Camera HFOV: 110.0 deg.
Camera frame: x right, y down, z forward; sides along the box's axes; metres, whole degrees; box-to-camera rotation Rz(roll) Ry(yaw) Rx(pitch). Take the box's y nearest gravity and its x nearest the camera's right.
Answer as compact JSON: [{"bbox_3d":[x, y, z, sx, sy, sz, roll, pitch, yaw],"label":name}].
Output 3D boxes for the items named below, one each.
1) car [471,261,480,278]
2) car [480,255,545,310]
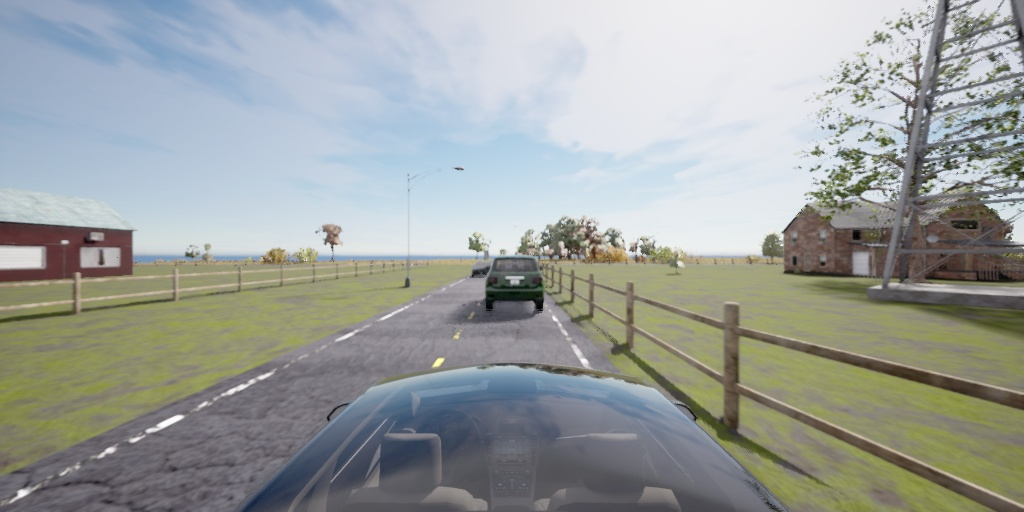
[{"bbox_3d":[-2.854,1.252,35.271,1.882,1.535,5.008,0,0,0],"label":"car"},{"bbox_3d":[0.097,0.982,14.851,2.150,2.045,5.566,0,0,0],"label":"car"}]
